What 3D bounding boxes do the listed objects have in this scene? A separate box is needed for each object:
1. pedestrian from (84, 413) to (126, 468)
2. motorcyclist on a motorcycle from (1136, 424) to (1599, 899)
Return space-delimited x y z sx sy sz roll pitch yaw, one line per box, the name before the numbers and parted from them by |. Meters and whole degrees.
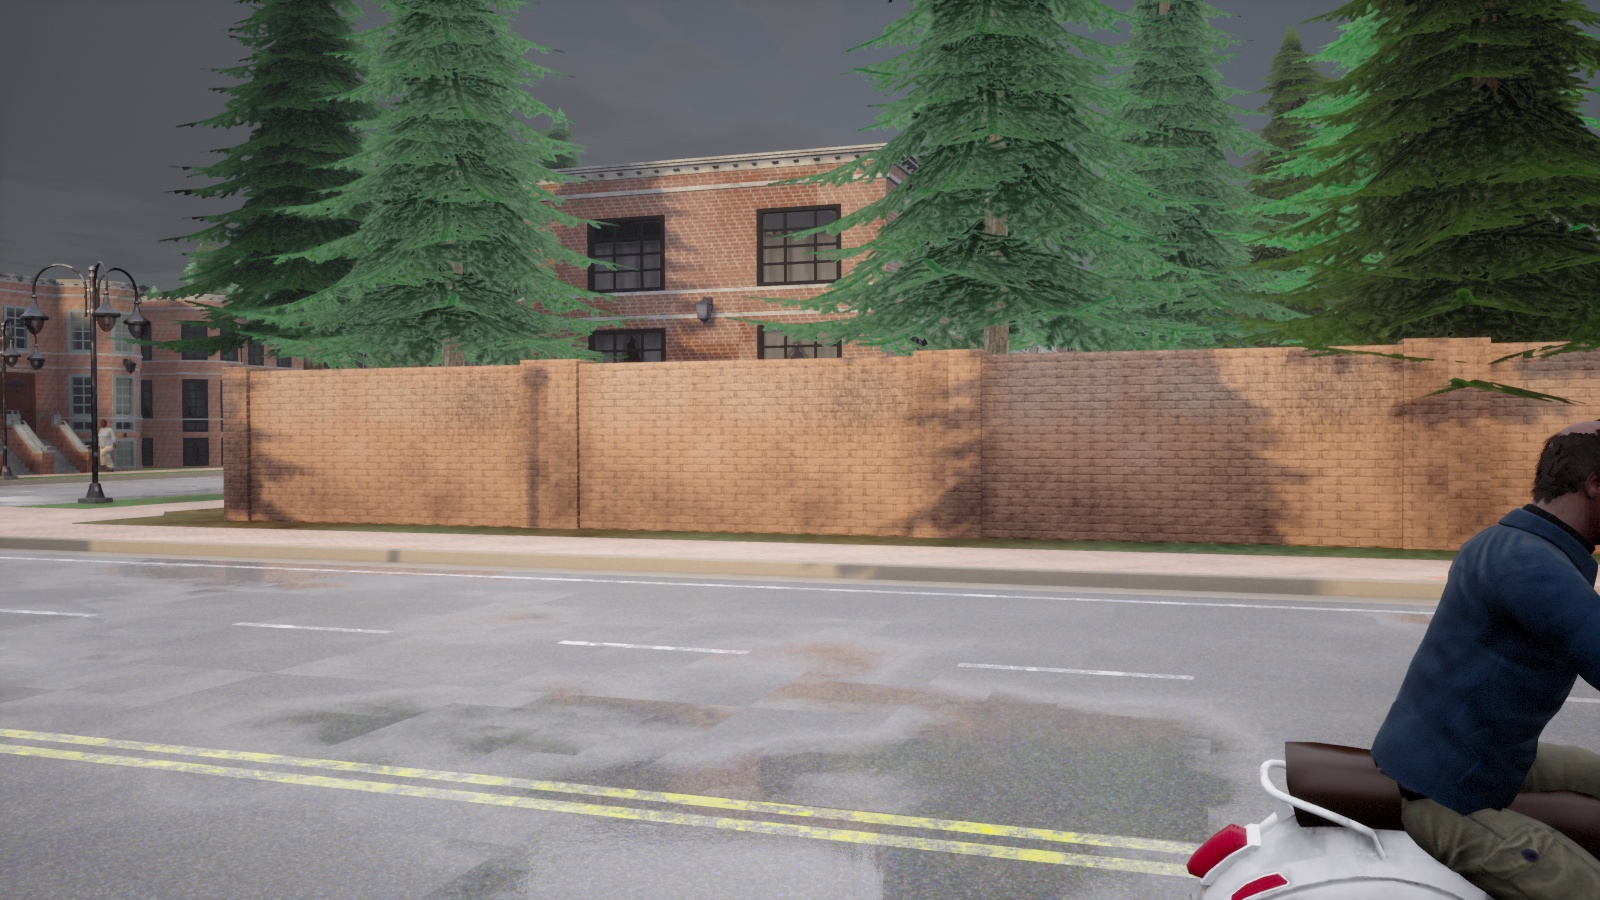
pedestrian | -23.817 -0.324 43.046 0.874 1.855 0.900 1 1 20
motorcyclist on a motorcycle | 1.671 0.744 2.630 1.817 1.590 0.866 1 1 19
